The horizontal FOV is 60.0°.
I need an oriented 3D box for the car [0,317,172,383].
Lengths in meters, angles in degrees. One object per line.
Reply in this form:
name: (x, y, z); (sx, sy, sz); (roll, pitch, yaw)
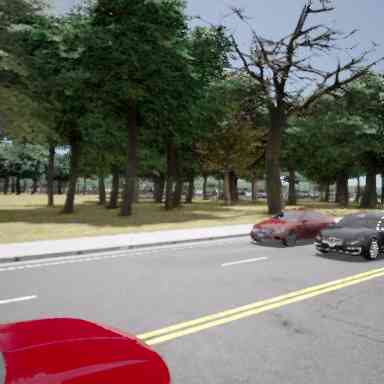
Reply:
car: (-2.409, 1.479, 1.710); (5.008, 1.535, 1.882); (0, 0, -36)

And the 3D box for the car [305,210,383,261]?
car: (6.575, 1.496, 12.364); (4.892, 1.490, 1.837); (0, 0, -35)

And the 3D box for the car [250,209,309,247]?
car: (4.712, 1.517, 15.027); (4.674, 1.442, 1.812); (0, 0, -35)
